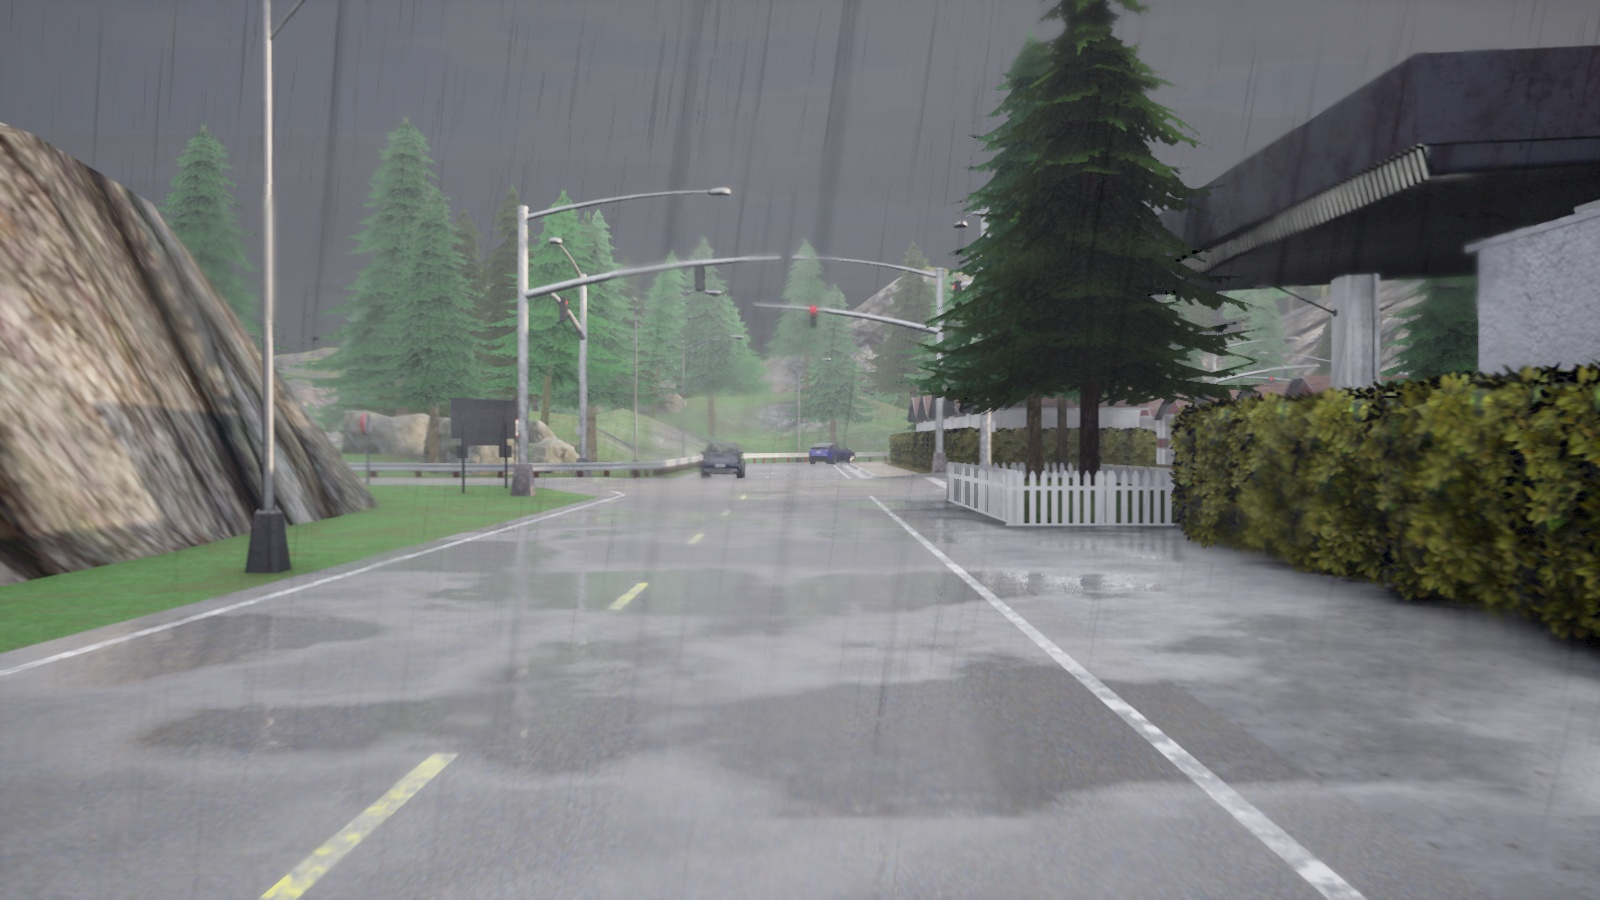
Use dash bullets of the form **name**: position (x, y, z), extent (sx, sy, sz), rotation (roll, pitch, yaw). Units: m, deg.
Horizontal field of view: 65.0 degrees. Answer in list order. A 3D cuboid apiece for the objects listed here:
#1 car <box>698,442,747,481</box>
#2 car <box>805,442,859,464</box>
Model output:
- **car**: position (-3.172, 0.431, 51.777), extent (1.789, 1.549, 3.705), rotation (0, 0, 0)
- **car**: position (2.258, 0.192, 87.073), extent (2.007, 1.525, 4.514), rotation (0, 0, 27)
